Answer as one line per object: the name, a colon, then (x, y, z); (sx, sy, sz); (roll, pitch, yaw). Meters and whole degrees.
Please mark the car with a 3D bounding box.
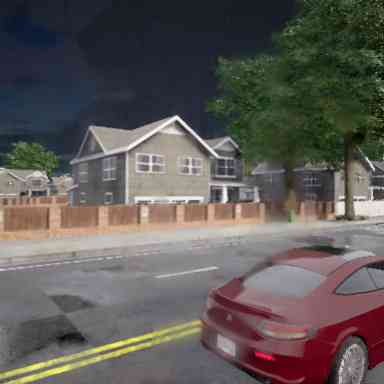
car: (2.265, 1.561, 5.075); (4.674, 1.442, 1.812); (0, 0, -35)
